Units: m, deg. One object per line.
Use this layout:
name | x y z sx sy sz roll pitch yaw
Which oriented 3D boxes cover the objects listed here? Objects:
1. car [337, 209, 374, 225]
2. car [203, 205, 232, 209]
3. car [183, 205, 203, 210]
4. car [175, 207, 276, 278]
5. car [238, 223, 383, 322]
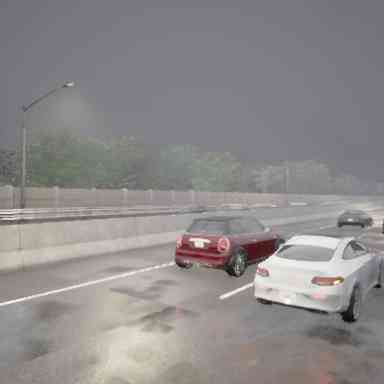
car | 12.899 2.056 26.158 1.994 1.385 4.181 -1 -1 37
car | 3.523 2.297 37.247 1.994 1.385 4.181 -1 -1 38
car | 0.353 2.277 38.867 1.837 1.490 4.892 -1 -2 38
car | 1.506 1.572 11.322 2.097 1.767 4.553 -1 -1 37
car | 3.062 1.669 7.598 1.812 1.442 4.674 -1 -1 38
